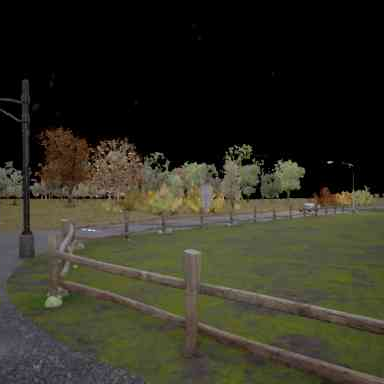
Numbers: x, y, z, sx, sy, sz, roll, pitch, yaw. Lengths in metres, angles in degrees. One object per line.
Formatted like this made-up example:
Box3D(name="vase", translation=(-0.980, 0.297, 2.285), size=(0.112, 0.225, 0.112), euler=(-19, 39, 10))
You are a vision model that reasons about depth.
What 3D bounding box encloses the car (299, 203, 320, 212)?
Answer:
Box3D(name="car", translation=(18.813, 2.449, 53.015), size=(2.033, 1.411, 5.357), euler=(-1, -2, 40))
